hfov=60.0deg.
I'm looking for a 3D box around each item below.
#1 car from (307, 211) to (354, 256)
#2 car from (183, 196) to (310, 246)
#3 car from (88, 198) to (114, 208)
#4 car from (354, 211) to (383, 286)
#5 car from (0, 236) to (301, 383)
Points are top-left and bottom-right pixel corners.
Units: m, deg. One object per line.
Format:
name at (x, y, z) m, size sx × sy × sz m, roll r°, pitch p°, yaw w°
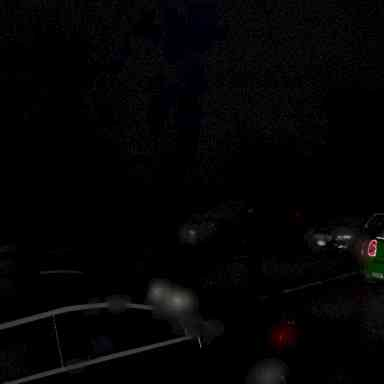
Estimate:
car at (6.435, 1.491, 12.825) m, size 4.902 × 1.511 × 2.128 m, roll 0°, pitch 0°, yaw -35°
car at (2.286, 1.221, 14.184) m, size 5.566 × 2.045 × 2.150 m, roll 0°, pitch 0°, yaw -35°
car at (-14.329, 1.651, 52.086) m, size 5.008 × 1.535 × 1.882 m, roll -1°, pitch -1°, yaw 37°
car at (6.279, 1.352, 8.178) m, size 4.553 × 1.767 × 2.097 m, roll 0°, pitch 0°, yaw -35°
car at (-1.037, 1.492, 2.986) m, size 4.902 × 1.511 × 2.128 m, roll 0°, pitch 0°, yaw -36°
